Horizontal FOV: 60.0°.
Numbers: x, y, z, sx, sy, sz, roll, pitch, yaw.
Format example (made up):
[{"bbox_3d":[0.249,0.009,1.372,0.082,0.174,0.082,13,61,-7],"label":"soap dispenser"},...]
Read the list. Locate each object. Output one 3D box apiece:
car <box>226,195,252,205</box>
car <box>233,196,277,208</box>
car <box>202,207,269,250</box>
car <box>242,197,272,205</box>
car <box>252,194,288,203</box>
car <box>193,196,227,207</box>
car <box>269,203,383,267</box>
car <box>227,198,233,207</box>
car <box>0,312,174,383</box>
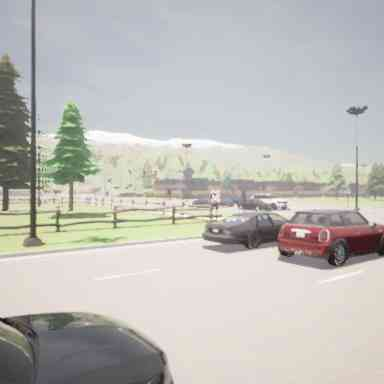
[{"bbox_3d":[8.443,1.419,60.092,2.097,1.767,4.553,0,0,-35],"label":"car"},{"bbox_3d":[7.637,1.551,40.905,1.837,1.490,4.892,0,0,-35],"label":"car"},{"bbox_3d":[2.964,1.564,14.459,5.357,1.411,2.033,0,0,-35],"label":"car"},{"bbox_3d":[11.893,1.617,61.270,2.033,1.411,5.357,0,0,-35],"label":"car"},{"bbox_3d":[10.034,1.273,43.590,2.150,2.045,5.566,0,0,-35],"label":"car"},{"bbox_3d":[2.228,1.594,48.610,2.033,1.411,5.357,0,0,-35],"label":"car"},{"bbox_3d":[5.144,1.369,11.714,4.553,1.767,2.097,0,0,-36],"label":"car"},{"bbox_3d":[4.518,1.404,51.452,2.097,1.767,4.553,0,0,-35],"label":"car"},{"bbox_3d":[-2.382,1.504,2.049,4.892,1.490,1.837,0,0,-35],"label":"car"}]
